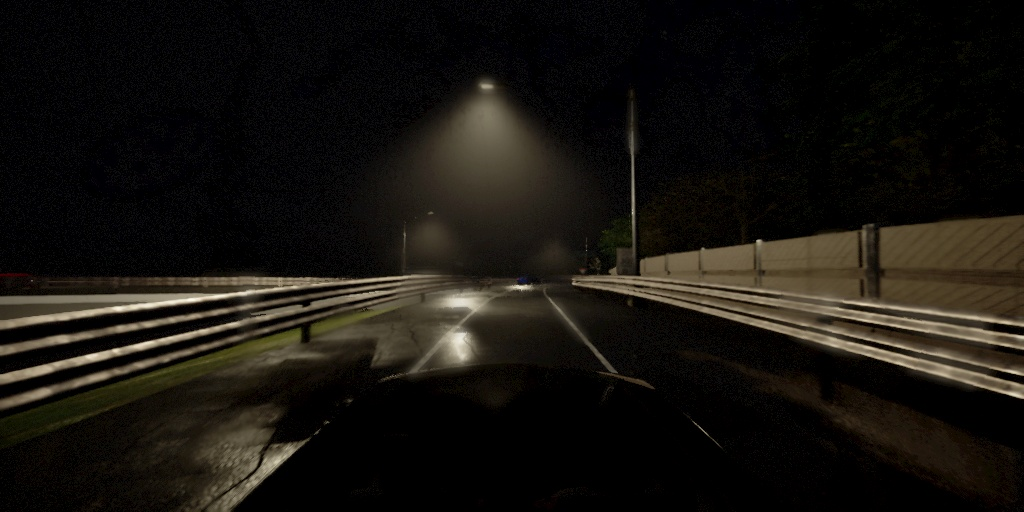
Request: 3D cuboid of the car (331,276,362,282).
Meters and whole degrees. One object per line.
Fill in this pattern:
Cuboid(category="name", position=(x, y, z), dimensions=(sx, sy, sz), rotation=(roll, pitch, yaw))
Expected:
Cuboid(category="car", position=(-17.628, 2.961, 40.100), dimensions=(4.902, 1.511, 2.128), rotation=(3, -5, -41))

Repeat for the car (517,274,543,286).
Cuboid(category="car", position=(3.040, 4.244, 63.677), dimensions=(2.150, 2.045, 5.566), rotation=(-2, -4, 33))

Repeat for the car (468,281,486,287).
Cuboid(category="car", position=(-5.908, 3.779, 51.662), dimensions=(2.033, 1.411, 5.357), rotation=(-3, -5, 40))

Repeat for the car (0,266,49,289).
Cuboid(category="car", position=(-38.149, 1.684, 26.040), dimensions=(5.566, 2.045, 2.150), rotation=(2, -4, -28))
